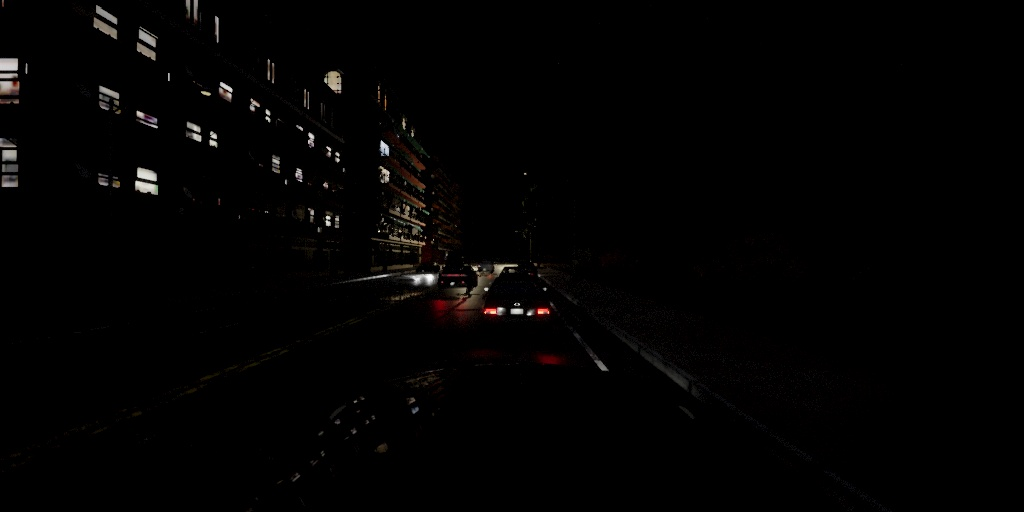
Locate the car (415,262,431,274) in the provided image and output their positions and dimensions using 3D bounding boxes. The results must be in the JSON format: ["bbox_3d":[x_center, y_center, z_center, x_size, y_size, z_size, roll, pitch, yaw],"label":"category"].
[{"bbox_3d":[-9.821,1.355,41.856,1.895,1.301,4.718,0,0,0],"label":"car"}]

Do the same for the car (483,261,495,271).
[{"bbox_3d":[-3.116,1.280,43.230,1.812,1.442,4.674,0,0,0],"label":"car"}]

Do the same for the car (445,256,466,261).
[{"bbox_3d":[-6.571,0.975,42.307,2.150,2.045,5.566,0,0,0],"label":"car"}]

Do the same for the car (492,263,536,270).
[{"bbox_3d":[0.113,1.301,20.976,2.033,1.411,5.357,0,0,0],"label":"car"}]

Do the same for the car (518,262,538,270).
[{"bbox_3d":[1.159,1.259,30.743,1.837,1.490,4.892,0,0,0],"label":"car"}]

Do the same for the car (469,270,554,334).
[{"bbox_3d":[0.108,1.299,10.614,2.033,1.411,5.357,0,0,0],"label":"car"}]

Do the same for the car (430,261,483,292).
[{"bbox_3d":[-3.136,1.245,21.354,2.128,1.511,4.902,0,0,0],"label":"car"}]
